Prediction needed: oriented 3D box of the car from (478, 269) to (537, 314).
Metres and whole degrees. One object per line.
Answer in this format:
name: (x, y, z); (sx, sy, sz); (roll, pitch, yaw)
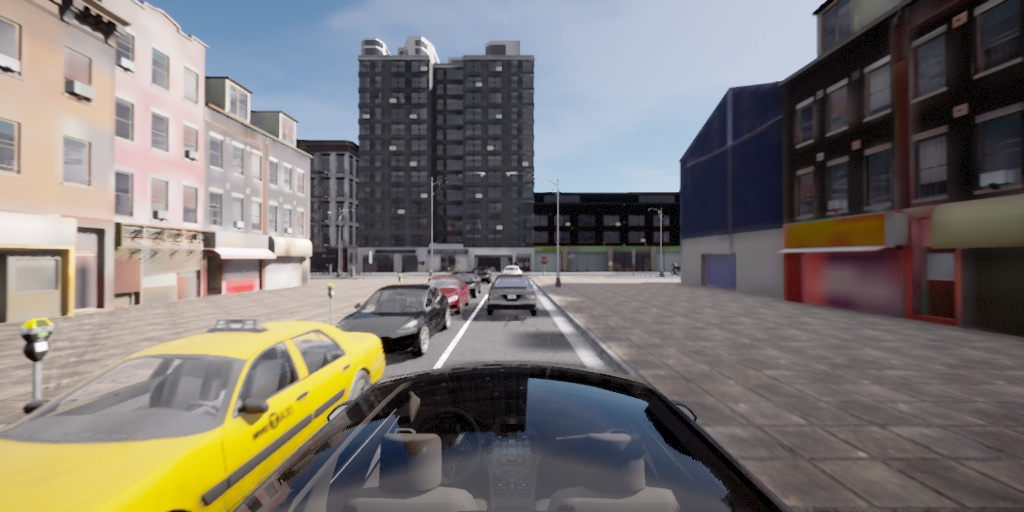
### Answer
car: (0.004, 1.427, 14.373); (2.033, 1.411, 5.357); (0, -1, 0)

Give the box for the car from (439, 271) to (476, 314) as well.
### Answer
car: (-2.641, 1.461, 14.254); (1.802, 1.307, 4.207); (0, 0, 0)

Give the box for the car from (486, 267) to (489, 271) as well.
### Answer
car: (-2.645, 1.611, 30.609); (1.948, 1.339, 4.313); (0, 0, 0)

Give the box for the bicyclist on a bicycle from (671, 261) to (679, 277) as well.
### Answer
bicyclist on a bicycle: (17.348, 1.397, 38.307); (0.582, 1.620, 1.656); (0, -1, 0)

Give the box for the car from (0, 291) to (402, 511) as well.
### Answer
car: (-2.638, 1.292, 3.180); (1.751, 1.417, 4.829); (0, 0, 0)

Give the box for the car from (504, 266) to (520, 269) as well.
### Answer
car: (-0.007, 1.570, 30.519); (1.812, 1.442, 4.674); (0, -1, 0)

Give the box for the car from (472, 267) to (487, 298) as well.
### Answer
car: (-2.642, 1.500, 19.706); (1.948, 1.339, 4.313); (0, 0, 0)

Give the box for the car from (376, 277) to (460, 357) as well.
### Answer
car: (-2.639, 1.389, 8.802); (1.948, 1.339, 4.313); (0, 0, 0)
